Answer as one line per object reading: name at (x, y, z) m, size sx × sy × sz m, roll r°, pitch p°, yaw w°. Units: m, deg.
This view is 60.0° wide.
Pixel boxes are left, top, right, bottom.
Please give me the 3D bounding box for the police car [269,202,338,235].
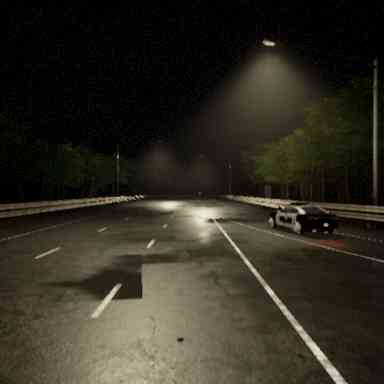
police car at (6.022, 1.404, 18.837) m, size 1.930 × 1.638 × 5.238 m, roll 0°, pitch 0°, yaw -13°
